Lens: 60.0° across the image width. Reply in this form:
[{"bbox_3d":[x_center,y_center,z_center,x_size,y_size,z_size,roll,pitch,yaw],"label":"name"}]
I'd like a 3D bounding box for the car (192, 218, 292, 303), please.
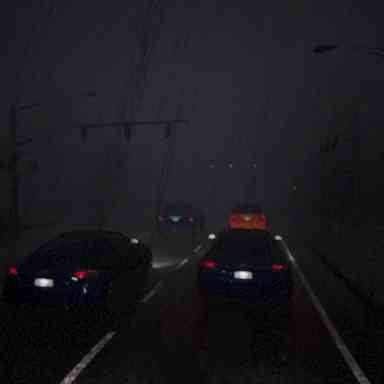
[{"bbox_3d":[1.323,1.585,8.411,1.994,1.385,4.181,0,0,10],"label":"car"}]

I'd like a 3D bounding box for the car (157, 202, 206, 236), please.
[{"bbox_3d":[-0.484,1.393,18.698,2.097,1.767,4.553,0,0,9],"label":"car"}]

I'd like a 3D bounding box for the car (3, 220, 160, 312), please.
[{"bbox_3d":[-2.314,1.576,7.836,1.994,1.385,4.181,0,0,8],"label":"car"}]

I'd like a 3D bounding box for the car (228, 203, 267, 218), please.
[{"bbox_3d":[3.264,1.401,19.354,2.097,1.767,4.553,0,0,11],"label":"car"}]
